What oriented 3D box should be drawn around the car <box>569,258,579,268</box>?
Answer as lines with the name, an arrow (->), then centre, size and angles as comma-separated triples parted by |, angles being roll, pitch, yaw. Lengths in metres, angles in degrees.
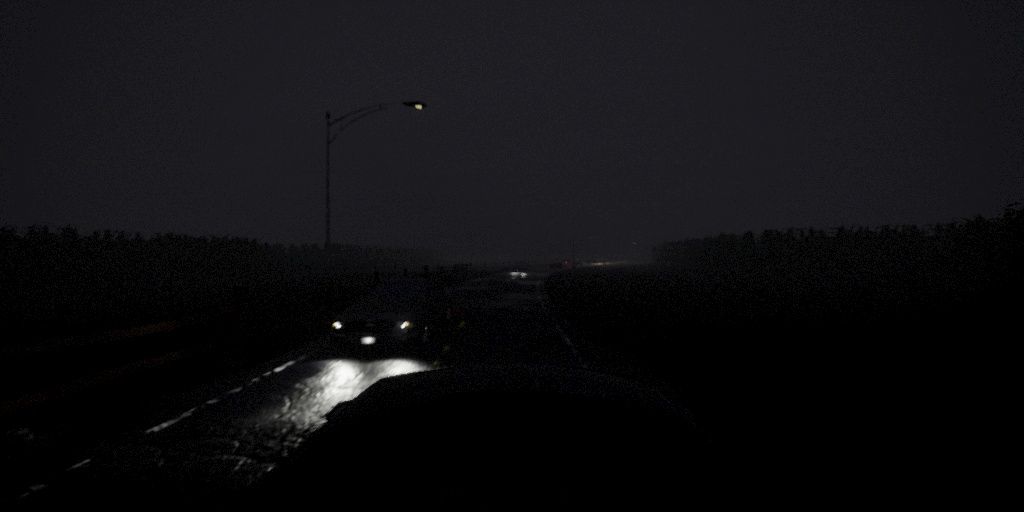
car -> 10.172, 1.173, 64.461 | 2.097, 1.767, 4.553 | 0, 0, 21

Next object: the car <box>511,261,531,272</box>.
car -> 1.274, 1.388, 47.944 | 2.033, 1.411, 5.357 | 0, 0, 14

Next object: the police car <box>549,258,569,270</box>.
police car -> 7.022, 1.257, 55.279 | 1.930, 1.638, 5.238 | 0, 0, 17

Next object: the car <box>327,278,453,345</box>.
car -> -2.880, 1.323, 9.870 | 2.033, 1.411, 5.357 | 0, 0, 0
